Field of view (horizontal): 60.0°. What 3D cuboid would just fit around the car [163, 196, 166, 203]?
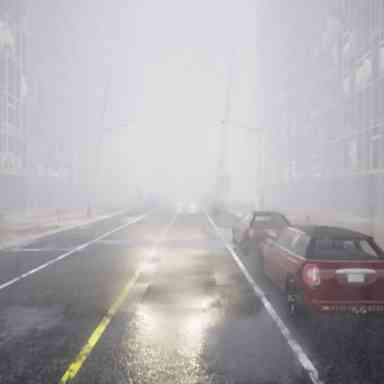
[{"bbox_3d":[-5.683,1.530,52.952,1.802,1.307,4.206,0,0,0],"label":"car"}]

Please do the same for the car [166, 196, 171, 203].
[{"bbox_3d":[-5.681,1.472,64.337,1.887,1.381,4.507,0,0,0],"label":"car"}]

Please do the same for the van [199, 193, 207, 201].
[{"bbox_3d":[2.702,1.233,81.406,1.690,1.788,3.998,0,0,0],"label":"van"}]

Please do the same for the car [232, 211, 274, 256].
[{"bbox_3d":[2.692,1.433,13.096,1.967,1.590,4.097,0,0,0],"label":"car"}]

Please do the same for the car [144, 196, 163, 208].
[{"bbox_3d":[-5.683,1.502,47.259,1.887,1.381,4.507,0,0,0],"label":"car"}]

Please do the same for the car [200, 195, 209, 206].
[{"bbox_3d":[2.698,1.514,52.944,1.947,1.339,4.313,0,0,0],"label":"car"}]

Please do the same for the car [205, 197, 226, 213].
[{"bbox_3d":[2.696,1.519,35.867,1.887,1.381,4.507,0,0,0],"label":"car"}]

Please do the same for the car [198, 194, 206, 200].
[{"bbox_3d":[2.703,1.318,87.097,1.967,1.590,4.097,0,0,0],"label":"car"}]

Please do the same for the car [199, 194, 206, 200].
[{"bbox_3d":[2.699,1.493,64.328,1.947,1.339,4.313,0,0,0],"label":"car"}]

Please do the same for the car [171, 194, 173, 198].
[{"bbox_3d":[-5.681,1.482,70.030,1.947,1.339,4.313,0,0,0],"label":"car"}]

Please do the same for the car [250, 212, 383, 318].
[{"bbox_3d":[2.692,1.436,7.404,1.967,1.590,4.097,0,0,0],"label":"car"}]
